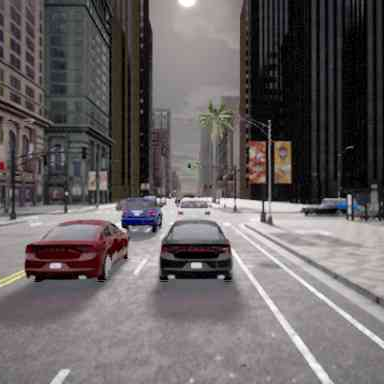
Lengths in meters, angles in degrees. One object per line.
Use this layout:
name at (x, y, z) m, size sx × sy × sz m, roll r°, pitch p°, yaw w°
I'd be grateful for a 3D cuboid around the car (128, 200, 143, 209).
car at (-9.816, 2.089, 58.050) m, size 1.812 × 1.442 × 4.674 m, roll 0°, pitch -1°, yaw 0°

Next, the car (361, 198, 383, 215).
car at (22.753, 1.661, 38.762) m, size 5.009 × 1.841 × 2.192 m, roll 0°, pitch 0°, yaw 0°

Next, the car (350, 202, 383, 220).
car at (17.078, 1.843, 30.236) m, size 4.403 × 1.369 × 2.008 m, roll 0°, pitch 0°, yaw 0°

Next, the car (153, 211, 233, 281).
car at (0.098, 1.576, 10.186) m, size 1.882 × 1.535 × 5.008 m, roll 0°, pitch -1°, yaw 0°

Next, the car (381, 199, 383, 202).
car at (24.012, 1.549, 36.098) m, size 5.566 × 2.045 × 2.150 m, roll 0°, pitch 0°, yaw 0°

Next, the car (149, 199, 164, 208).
car at (-6.545, 2.090, 61.602) m, size 2.128 × 1.511 × 4.902 m, roll 0°, pitch -1°, yaw 1°

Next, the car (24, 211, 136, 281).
car at (-3.150, 1.576, 10.154) m, size 1.882 × 1.535 × 5.008 m, roll 0°, pitch -1°, yaw 0°

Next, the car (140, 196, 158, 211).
car at (-6.580, 1.722, 51.561) m, size 2.150 × 2.045 × 5.566 m, roll 0°, pitch -1°, yaw 0°

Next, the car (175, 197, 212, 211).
car at (0.150, 1.437, 22.026) m, size 2.150 × 2.045 × 5.566 m, roll 0°, pitch 0°, yaw 0°

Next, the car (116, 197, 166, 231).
car at (-3.203, 1.433, 22.042) m, size 2.150 × 2.045 × 5.566 m, roll 0°, pitch -1°, yaw 0°

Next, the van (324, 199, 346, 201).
van at (17.075, 1.691, 38.762) m, size 3.998 × 1.788 × 1.690 m, roll 0°, pitch 0°, yaw 0°

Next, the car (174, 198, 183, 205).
car at (-3.231, 2.276, 80.617) m, size 1.837 × 1.490 × 4.892 m, roll 0°, pitch -1°, yaw 0°

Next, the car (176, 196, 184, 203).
car at (-3.228, 2.073, 91.010) m, size 2.097 × 1.767 × 4.553 m, roll 0°, pitch -1°, yaw 0°

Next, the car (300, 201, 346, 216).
car at (14.254, 1.935, 36.098) m, size 4.718 × 1.301 × 1.895 m, roll 0°, pitch 0°, yaw 0°

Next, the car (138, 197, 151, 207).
car at (-9.734, 2.016, 68.265) m, size 2.097 × 1.767 × 4.553 m, roll 0°, pitch -1°, yaw 0°

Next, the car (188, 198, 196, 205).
car at (0.020, 2.300, 82.209) m, size 1.837 × 1.490 × 4.892 m, roll 0°, pitch -1°, yaw 0°

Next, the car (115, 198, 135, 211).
car at (-9.862, 1.831, 49.358) m, size 2.097 × 1.767 × 4.553 m, roll 0°, pitch -1°, yaw 1°
